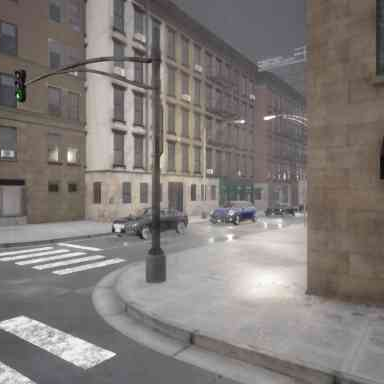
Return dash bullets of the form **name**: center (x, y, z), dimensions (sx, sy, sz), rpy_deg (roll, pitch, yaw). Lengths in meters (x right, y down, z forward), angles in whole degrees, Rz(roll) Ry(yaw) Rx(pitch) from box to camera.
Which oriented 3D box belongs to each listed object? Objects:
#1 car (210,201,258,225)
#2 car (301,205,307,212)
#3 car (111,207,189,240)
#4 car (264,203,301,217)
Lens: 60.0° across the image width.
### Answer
- **car**: center (3.229, 1.476, 25.327), dimensions (2.097, 1.767, 4.553), rpy_deg (0, 0, 36)
- **car**: center (14.868, 1.832, 41.585), dimensions (1.895, 1.301, 4.718), rpy_deg (0, 0, 36)
- **car**: center (-2.113, 1.568, 17.809), dimensions (2.128, 1.511, 4.902), rpy_deg (0, 0, 35)
- **car**: center (8.952, 1.777, 33.335), dimensions (1.895, 1.301, 4.718), rpy_deg (0, 0, 35)
